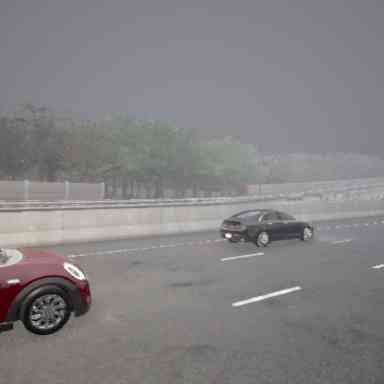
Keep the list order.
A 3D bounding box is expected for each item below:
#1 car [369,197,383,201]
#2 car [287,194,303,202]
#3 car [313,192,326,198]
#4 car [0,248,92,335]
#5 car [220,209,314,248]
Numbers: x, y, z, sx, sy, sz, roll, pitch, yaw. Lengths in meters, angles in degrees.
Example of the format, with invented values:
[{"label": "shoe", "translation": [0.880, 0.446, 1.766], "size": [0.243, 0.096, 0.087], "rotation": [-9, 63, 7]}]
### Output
[{"label": "car", "translation": [31.777, 1.543, 56.676], "size": [4.181, 1.385, 1.994], "rotation": [0, 0, -35]}, {"label": "car", "translation": [20.027, 1.065, 64.802], "size": [1.882, 1.535, 5.008], "rotation": [0, 2, 36]}, {"label": "car", "translation": [29.658, 0.662, 77.329], "size": [1.895, 1.301, 4.718], "rotation": [0, 2, 39]}, {"label": "car", "translation": [-3.981, 1.352, 5.203], "size": [4.553, 1.767, 2.097], "rotation": [0, 0, -35]}, {"label": "car", "translation": [3.445, 1.505, 14.781], "size": [4.892, 1.490, 1.837], "rotation": [0, 0, -35]}]
